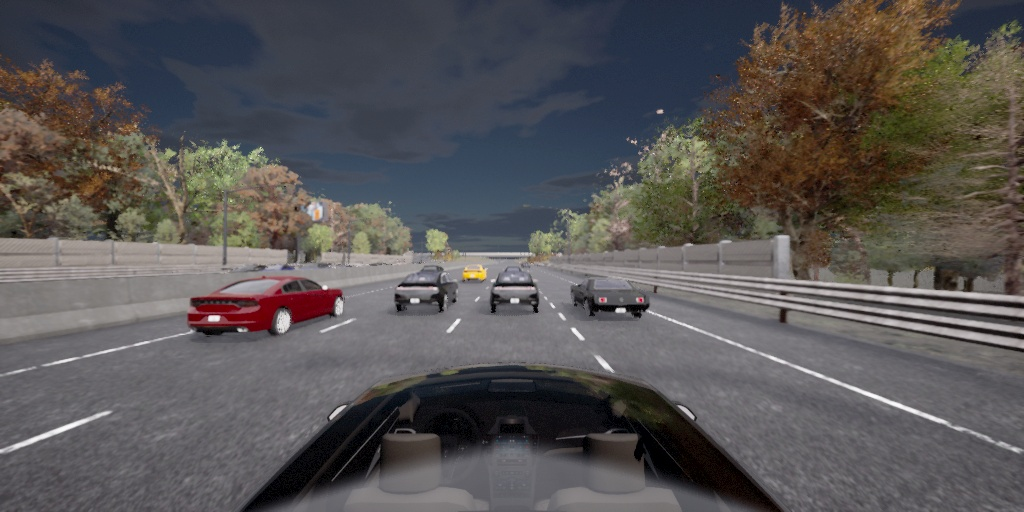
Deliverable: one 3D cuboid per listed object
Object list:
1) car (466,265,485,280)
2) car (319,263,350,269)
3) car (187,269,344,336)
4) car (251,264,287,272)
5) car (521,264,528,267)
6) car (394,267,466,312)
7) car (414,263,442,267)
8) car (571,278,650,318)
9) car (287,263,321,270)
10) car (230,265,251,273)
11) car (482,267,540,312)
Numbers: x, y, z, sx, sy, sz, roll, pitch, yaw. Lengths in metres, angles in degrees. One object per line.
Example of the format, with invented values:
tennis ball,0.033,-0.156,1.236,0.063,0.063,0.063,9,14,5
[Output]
car,-3.396,1.573,33.284,1.882,1.535,5.008,0,-1,0
car,-17.590,1.702,37.058,1.994,1.385,4.181,0,-1,0
car,-6.898,1.325,10.778,1.882,1.535,5.008,0,-1,0
car,-24.590,1.671,37.740,1.812,1.442,4.674,0,-1,0
car,0.105,1.649,32.355,1.994,1.385,4.181,0,-1,0
car,-3.400,1.385,14.975,2.128,1.511,4.902,0,-1,0
car,-6.899,1.583,31.691,1.837,1.490,4.892,0,-1,0
car,3.492,1.474,13.733,1.895,1.301,4.718,0,-1,0
car,-21.089,1.500,37.987,2.097,1.767,4.553,0,-1,0
car,-28.085,1.662,38.750,1.837,1.490,4.892,0,-1,0
car,0.101,1.385,15.002,2.128,1.511,4.902,0,-1,0
